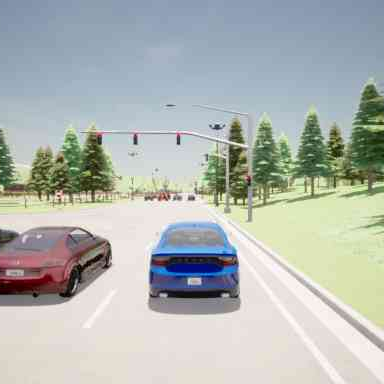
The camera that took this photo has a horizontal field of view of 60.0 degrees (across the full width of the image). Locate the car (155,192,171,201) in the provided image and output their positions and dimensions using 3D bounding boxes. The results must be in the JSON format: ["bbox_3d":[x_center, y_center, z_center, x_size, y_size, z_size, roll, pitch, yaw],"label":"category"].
[{"bbox_3d":[-7.141,1.217,82.471,2.150,2.045,5.566,0,0,0],"label":"car"}]

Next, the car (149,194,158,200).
[{"bbox_3d":[-10.658,1.332,92.855,1.837,1.490,4.892,0,0,0],"label":"car"}]

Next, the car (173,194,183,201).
[{"bbox_3d":[-3.641,1.346,82.800,2.097,1.767,4.553,0,0,0],"label":"car"}]

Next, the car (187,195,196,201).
[{"bbox_3d":[-0.140,1.469,82.453,1.882,1.535,5.008,0,0,0],"label":"car"}]

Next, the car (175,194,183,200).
[{"bbox_3d":[-3.658,1.385,92.867,1.994,1.385,4.181,0,0,0],"label":"car"}]

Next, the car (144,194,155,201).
[{"bbox_3d":[-10.640,1.491,82.435,1.837,1.490,4.892,0,0,0],"label":"car"}]

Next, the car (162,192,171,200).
[{"bbox_3d":[-7.158,1.057,92.891,2.150,2.045,5.566,0,0,0],"label":"car"}]

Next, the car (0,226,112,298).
[{"bbox_3d":[-3.451,1.564,8.578,1.994,1.385,4.181,0,0,1],"label":"car"}]

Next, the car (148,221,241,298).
[{"bbox_3d":[0.055,1.478,8.550,1.882,1.535,5.008,0,0,0],"label":"car"}]

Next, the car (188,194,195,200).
[{"bbox_3d":[-0.158,1.385,92.873,1.994,1.385,4.181,0,0,0],"label":"car"}]
